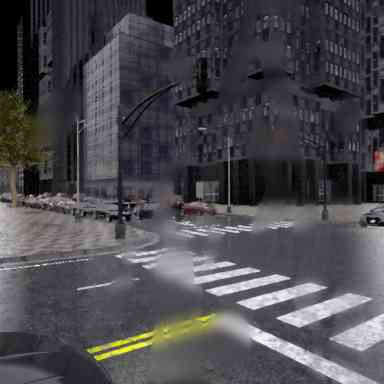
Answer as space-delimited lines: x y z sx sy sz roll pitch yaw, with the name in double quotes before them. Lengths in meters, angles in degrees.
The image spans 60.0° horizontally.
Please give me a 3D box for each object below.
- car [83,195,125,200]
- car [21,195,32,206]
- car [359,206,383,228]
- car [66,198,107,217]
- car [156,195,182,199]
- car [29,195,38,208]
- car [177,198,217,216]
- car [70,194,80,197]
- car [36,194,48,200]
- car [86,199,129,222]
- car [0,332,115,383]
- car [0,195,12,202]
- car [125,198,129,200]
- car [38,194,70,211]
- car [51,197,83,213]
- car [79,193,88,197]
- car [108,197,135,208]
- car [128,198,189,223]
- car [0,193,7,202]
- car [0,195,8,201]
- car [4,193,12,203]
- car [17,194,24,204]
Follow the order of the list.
"car" -9.168 1.393 34.274 2.128 1.511 4.902 0 0 -37
"car" -22.968 1.390 48.268 1.752 1.417 4.829 0 0 -37
"car" 12.034 1.544 20.320 4.181 1.385 1.994 1 -1 -36
"car" -9.639 1.491 30.282 1.947 1.339 4.313 0 0 -37
"car" -2.788 1.194 35.355 2.192 1.841 5.009 0 0 -37
"car" -19.712 1.459 43.874 1.802 1.307 4.206 0 0 -37
"car" 0.570 1.481 30.825 1.802 1.307 4.206 0 0 -37
"car" -17.158 1.367 45.093 1.837 1.490 4.892 0 1 -36
"car" -36.463 1.285 80.794 1.752 1.417 4.829 0 0 -37
"car" -6.280 1.511 25.751 1.947 1.339 4.313 0 0 -37
"car" -2.709 1.505 1.488 4.892 1.490 1.837 0 0 -37
"car" -39.860 1.379 71.060 1.947 1.339 4.313 0 0 -37
"car" -6.145 1.428 39.886 1.947 1.339 4.313 0 0 -37
"car" -16.354 1.331 39.342 1.967 1.590 4.097 0 0 -37
"car" -12.996 1.489 34.813 1.802 1.307 4.206 0 0 -37
"car" -16.217 1.363 53.476 1.887 1.381 4.507 0 0 -37
"car" -9.502 1.411 44.415 1.947 1.339 4.313 0 0 -37
"car" -2.702 1.485 25.605 2.033 1.411 5.357 0 0 -34
"car" -36.502 1.138 66.528 2.192 1.841 5.009 0 0 -37
"car" -43.217 1.387 75.590 1.802 1.307 4.206 0 0 -37
"car" -33.144 1.377 61.998 1.887 1.381 4.507 0 0 -37
"car" -26.428 1.418 52.936 1.947 1.339 4.313 0 0 -37
